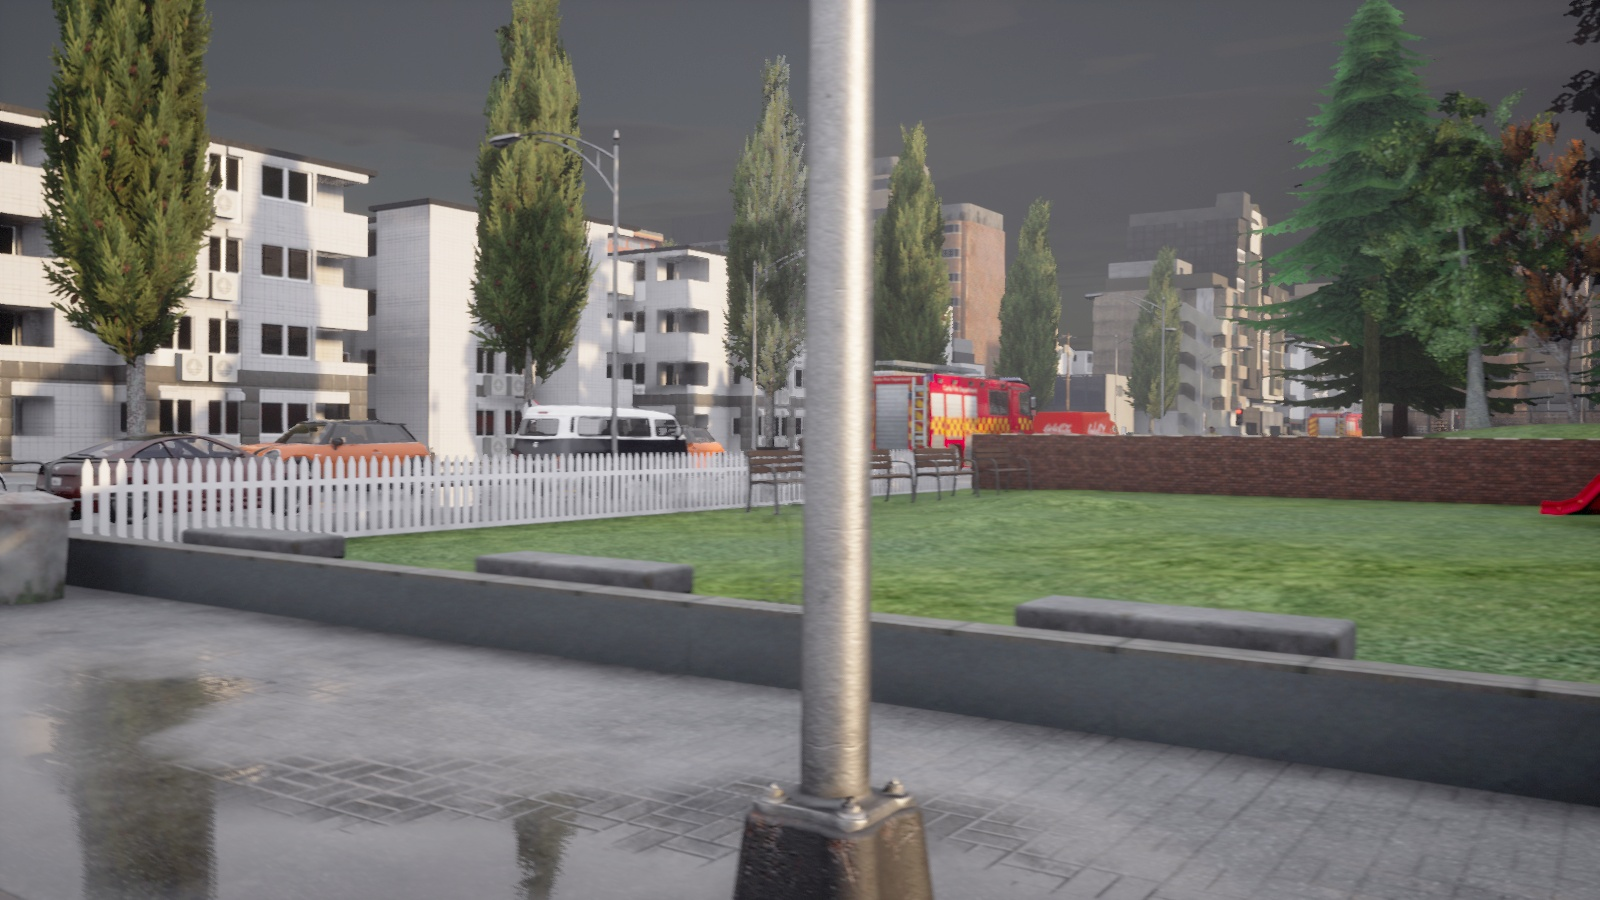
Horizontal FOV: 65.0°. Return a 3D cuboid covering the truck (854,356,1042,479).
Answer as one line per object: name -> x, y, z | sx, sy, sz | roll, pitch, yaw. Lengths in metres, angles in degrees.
truck -> 5.314, -1.074, 43.361 | 2.891, 3.827, 8.468 | 0, 1, 34

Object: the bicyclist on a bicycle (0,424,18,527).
bicyclist on a bicycle -> -14.309, 0.443, 21.113 | 0.659, 1.776, 1.843 | 0, 1, 33

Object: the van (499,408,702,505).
van -> -4.450, 0.103, 28.728 | 2.069, 2.038, 4.480 | 0, 1, 34

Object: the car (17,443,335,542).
car -> -9.995, 0.607, 20.423 | 1.994, 1.385, 4.181 | 0, 1, 33

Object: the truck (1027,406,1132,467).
truck -> 11.904, -0.587, 53.226 | 2.627, 2.467, 5.204 | 0, 1, 33

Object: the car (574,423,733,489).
car -> -4.168, 0.132, 36.355 | 2.097, 1.767, 4.553 | 0, 1, 34

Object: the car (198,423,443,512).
car -> -10.263, 0.311, 27.221 | 2.097, 1.767, 4.553 | 0, 1, 34
